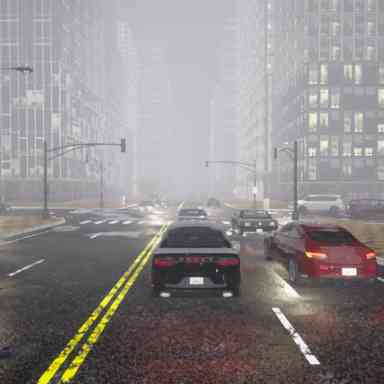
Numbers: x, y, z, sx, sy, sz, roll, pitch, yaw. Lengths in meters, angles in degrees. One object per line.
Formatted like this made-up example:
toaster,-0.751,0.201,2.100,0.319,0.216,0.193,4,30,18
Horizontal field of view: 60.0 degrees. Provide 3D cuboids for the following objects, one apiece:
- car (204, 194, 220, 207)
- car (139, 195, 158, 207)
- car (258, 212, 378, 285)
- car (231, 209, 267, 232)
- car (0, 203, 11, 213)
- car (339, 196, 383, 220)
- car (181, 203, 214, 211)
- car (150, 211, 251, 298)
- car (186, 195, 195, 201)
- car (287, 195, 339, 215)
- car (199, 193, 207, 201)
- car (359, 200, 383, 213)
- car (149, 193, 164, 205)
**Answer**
car,3.140,1.491,49.617,1.812,1.442,4.674,0,0,0
car,-6.753,1.528,50.662,1.994,1.385,4.181,0,0,0
car,3.321,1.521,9.332,1.812,1.442,4.674,0,0,0
car,3.291,1.591,18.451,1.895,1.301,4.718,0,0,0
car,-20.084,1.364,32.263,4.674,1.442,1.812,1,1,1
car,16.108,1.520,29.193,5.009,1.841,2.192,1,0,1
car,0.039,1.538,18.388,2.033,1.411,5.357,0,0,0
car,0.068,1.474,8.567,1.882,1.535,5.008,0,0,0
car,-0.259,1.425,80.972,1.837,1.490,4.892,0,0,0
car,12.967,1.305,34.968,5.566,2.045,2.150,0,1,0
car,2.979,1.144,84.971,2.150,2.045,5.566,0,0,0
car,21.690,1.643,37.497,4.829,1.417,1.752,1,0,1
car,-6.767,1.175,59.694,2.150,2.045,5.566,0,0,0
